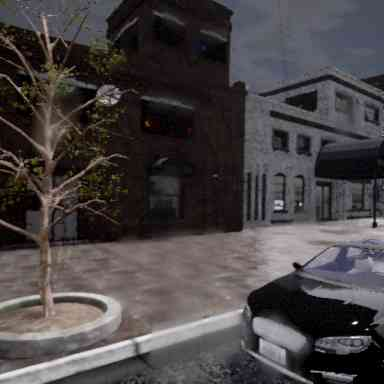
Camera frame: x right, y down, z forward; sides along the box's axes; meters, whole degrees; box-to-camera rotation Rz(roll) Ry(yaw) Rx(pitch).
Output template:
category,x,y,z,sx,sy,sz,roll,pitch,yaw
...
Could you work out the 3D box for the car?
category,x,y,z,sx,sy,sz,roll,pitch,yaw
car,2.879,1.545,5.165,4.902,1.511,2.128,1,0,-36
